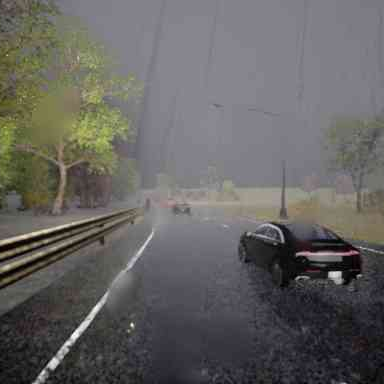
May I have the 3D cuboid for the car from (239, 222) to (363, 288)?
[{"bbox_3d":[2.766,1.598,9.620,2.128,1.511,4.902,0,-1,-8],"label":"car"}]

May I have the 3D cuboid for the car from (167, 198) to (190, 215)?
[{"bbox_3d":[-1.396,1.855,39.314,2.128,1.511,4.902,0,-1,-8],"label":"car"}]

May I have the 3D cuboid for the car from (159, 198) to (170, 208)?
[{"bbox_3d":[-4.296,1.883,60.010,2.097,1.767,4.553,0,0,-8],"label":"car"}]

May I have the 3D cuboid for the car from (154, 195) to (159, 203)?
[{"bbox_3d":[-8.476,2.238,89.854,1.882,1.535,5.008,0,0,-8],"label":"car"}]
